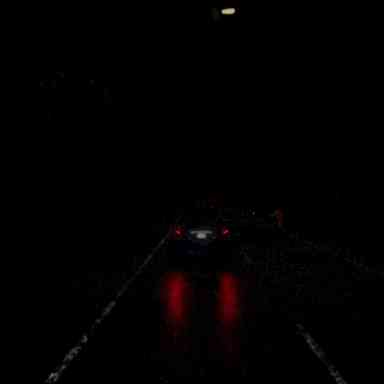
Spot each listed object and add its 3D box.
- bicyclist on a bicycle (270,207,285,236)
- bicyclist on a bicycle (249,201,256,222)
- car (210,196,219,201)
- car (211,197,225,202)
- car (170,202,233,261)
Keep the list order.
[{"bbox_3d":[4.834,1.619,18.696,0.866,1.612,1.509,0,0,2],"label":"bicyclist on a bicycle"},{"bbox_3d":[5.074,1.629,28.042,0.659,1.776,1.843,0,0,1],"label":"bicyclist on a bicycle"},{"bbox_3d":[5.151,1.856,73.622,2.150,2.045,5.566,0,0,1],"label":"car"},{"bbox_3d":[4.894,2.068,58.189,1.994,1.385,4.181,0,0,1],"label":"car"},{"bbox_3d":[0.358,1.459,12.854,2.097,1.767,4.553,0,0,1],"label":"car"}]
